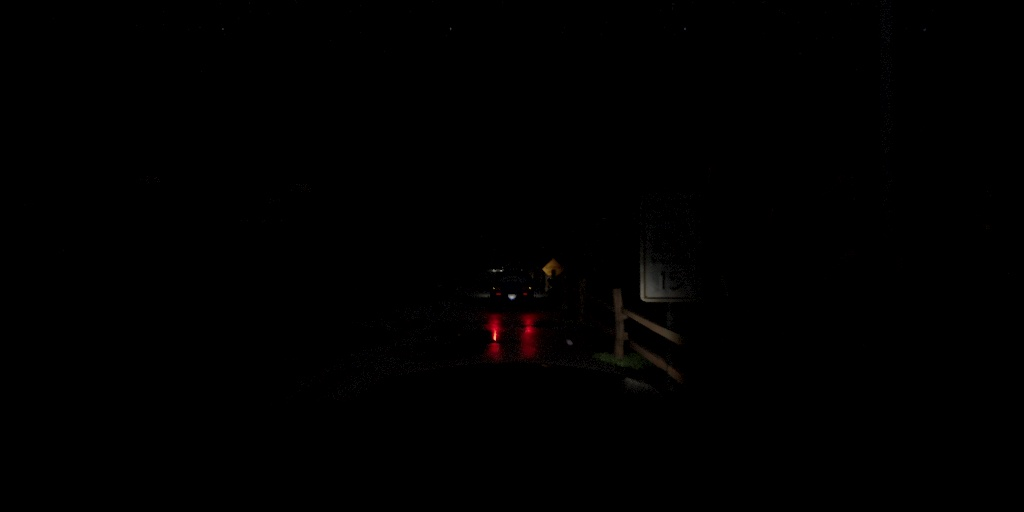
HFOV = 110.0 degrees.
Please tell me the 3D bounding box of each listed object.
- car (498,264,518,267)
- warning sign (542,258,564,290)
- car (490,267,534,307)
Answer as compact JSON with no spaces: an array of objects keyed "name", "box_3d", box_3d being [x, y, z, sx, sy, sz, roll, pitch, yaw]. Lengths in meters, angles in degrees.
[{"name":"car","box_3d":[0.004,1.617,31.145,1.994,1.385,4.181,0,-1,0]},{"name":"warning sign","box_3d":[2.449,1.058,21.276,1.300,1.860,1.060,0,0,0]},{"name":"car","box_3d":[0.004,1.416,16.245,1.812,1.442,4.674,0,0,0]}]
